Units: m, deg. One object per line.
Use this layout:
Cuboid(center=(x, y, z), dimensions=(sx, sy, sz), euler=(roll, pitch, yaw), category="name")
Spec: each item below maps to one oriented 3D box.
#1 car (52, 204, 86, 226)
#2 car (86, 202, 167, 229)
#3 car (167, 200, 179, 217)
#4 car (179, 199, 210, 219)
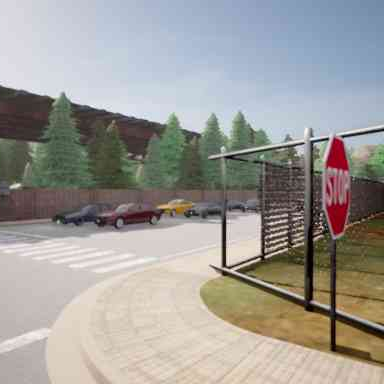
Cuboid(center=(-7.155, 1.546, 23.828), dimensions=(2.033, 1.411, 5.357), euler=(0, 0, 36), category="car")
Cuboid(center=(-4.154, 1.477, 22.004), dimensions=(1.882, 1.535, 5.008), euler=(0, 0, 36), category="car")
Cuboid(center=(-1.406, 1.477, 31.750), dimensions=(1.882, 1.535, 5.008), euler=(0, 0, 36), category="car")
Cuboid(center=(1.126, 1.563, 29.279), dimensions=(1.994, 1.385, 4.181), euler=(0, 0, 36), category="car")
